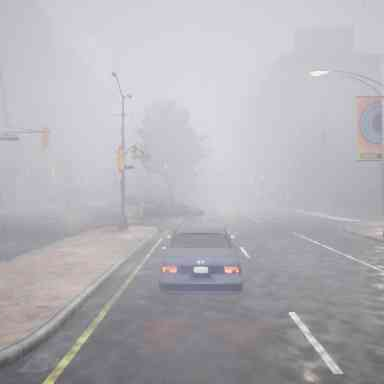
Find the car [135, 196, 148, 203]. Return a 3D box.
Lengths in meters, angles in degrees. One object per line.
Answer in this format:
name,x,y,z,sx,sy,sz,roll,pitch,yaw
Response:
car,-10.254,1.504,68.025,1.837,1.490,4.892,0,0,1

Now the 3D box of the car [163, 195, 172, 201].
car,-6.400,1.477,86.611,1.882,1.535,5.008,0,0,1

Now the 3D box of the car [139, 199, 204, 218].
car,-1.599,1.547,29.119,5.357,1.411,2.033,0,0,1

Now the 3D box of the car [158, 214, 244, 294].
car,0.229,1.547,8.920,2.033,1.411,5.357,0,0,1

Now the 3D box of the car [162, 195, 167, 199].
car,-6.799,1.351,66.744,2.097,1.767,4.553,0,0,1

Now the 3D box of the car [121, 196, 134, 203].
car,-13.464,1.594,69.814,1.895,1.301,4.718,0,0,1

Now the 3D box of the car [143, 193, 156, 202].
car,-10.048,1.224,78.710,2.150,2.045,5.566,0,0,1

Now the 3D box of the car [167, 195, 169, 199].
car,-6.588,1.524,76.518,2.128,1.511,4.902,0,0,1

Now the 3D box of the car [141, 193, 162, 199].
car,-7.015,1.351,57.972,2.097,1.767,4.553,0,0,1

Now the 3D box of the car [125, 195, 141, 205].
car,-10.515,1.351,57.850,2.097,1.767,4.553,0,0,1
